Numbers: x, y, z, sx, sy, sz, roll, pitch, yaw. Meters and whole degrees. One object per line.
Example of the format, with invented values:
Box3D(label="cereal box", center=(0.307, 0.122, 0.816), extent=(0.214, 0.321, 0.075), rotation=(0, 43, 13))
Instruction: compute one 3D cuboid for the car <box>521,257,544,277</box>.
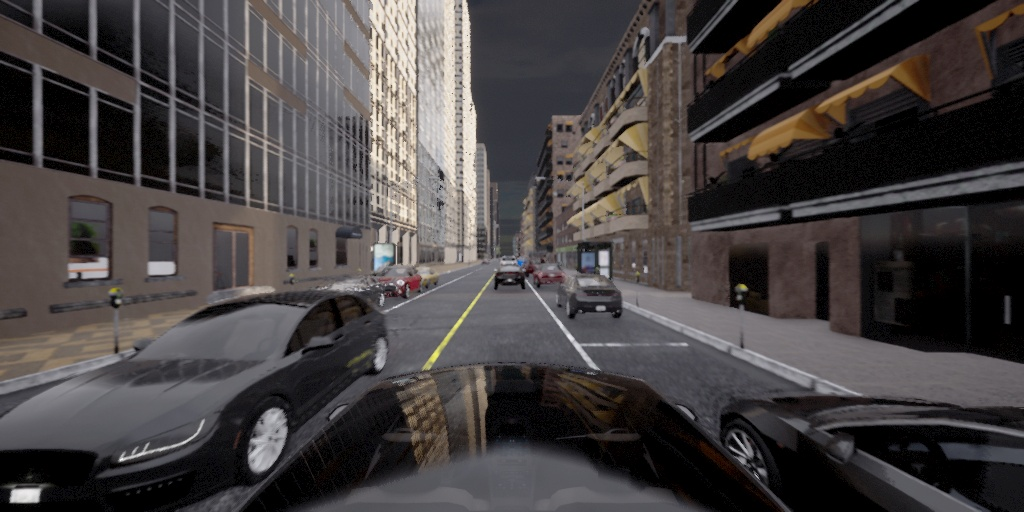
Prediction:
Box3D(label="car", center=(2.296, 1.090, 35.270), extent=(2.192, 1.841, 5.009), rotation=(0, 0, -1))

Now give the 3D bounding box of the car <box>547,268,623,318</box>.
Box3D(label="car", center=(2.577, 1.298, 12.678), extent=(2.007, 1.370, 4.403), rotation=(0, 0, -1))

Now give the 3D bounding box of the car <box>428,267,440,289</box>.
Box3D(label="car", center=(-5.942, 1.328, 23.699), extent=(1.751, 1.417, 4.829), rotation=(0, 0, -1))

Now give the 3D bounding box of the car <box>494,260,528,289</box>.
Box3D(label="car", center=(-0.161, 1.251, 23.476), extent=(1.882, 1.535, 5.008), rotation=(0, 0, -1))

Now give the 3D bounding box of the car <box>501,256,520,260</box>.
Box3D(label="car", center=(-0.435, 1.024, 45.449), extent=(2.150, 2.045, 5.566), rotation=(0, 0, -1))

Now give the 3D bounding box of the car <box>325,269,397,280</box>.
Box3D(label="car", center=(-5.803, 1.340, 12.573), extent=(2.007, 1.370, 4.403), rotation=(0, 0, -1))

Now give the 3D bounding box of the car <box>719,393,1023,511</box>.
Box3D(label="car", center=(2.718, 1.302, 1.381), extent=(1.948, 1.339, 4.313), rotation=(0, 0, -1))

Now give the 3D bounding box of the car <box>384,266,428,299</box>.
Box3D(label="car", center=(-5.874, 1.236, 18.222), extent=(1.967, 1.591, 4.097), rotation=(0, 0, -1))

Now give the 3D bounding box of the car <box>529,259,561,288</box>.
Box3D(label="car", center=(2.436, 1.201, 23.973), extent=(1.967, 1.591, 4.097), rotation=(0, 0, -1))

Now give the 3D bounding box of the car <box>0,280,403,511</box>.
Box3D(label="car", center=(-3.119, 1.273, 4.703), extent=(1.837, 1.490, 4.892), rotation=(0, 0, -1))
